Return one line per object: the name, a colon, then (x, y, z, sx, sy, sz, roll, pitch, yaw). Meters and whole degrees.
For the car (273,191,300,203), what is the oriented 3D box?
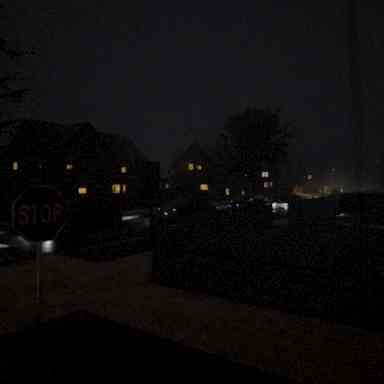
car: (11.642, 0.578, 41.008, 1.895, 1.301, 4.718, 1, 2, 36)

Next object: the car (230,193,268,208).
car: (5.751, 0.761, 32.756, 2.033, 1.411, 5.357, 1, 2, 36)

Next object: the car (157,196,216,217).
car: (-0.224, 1.003, 24.341, 2.033, 1.411, 5.357, 1, 2, 35)

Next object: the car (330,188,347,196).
car: (22.861, 0.171, 51.814, 1.837, 1.490, 4.892, 1, 2, 36)

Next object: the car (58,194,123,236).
car: (-5.677, 1.032, 16.582, 2.097, 1.767, 4.553, 1, 2, 34)
